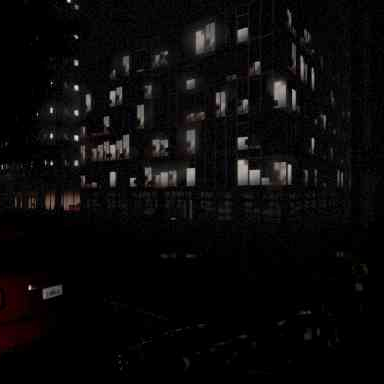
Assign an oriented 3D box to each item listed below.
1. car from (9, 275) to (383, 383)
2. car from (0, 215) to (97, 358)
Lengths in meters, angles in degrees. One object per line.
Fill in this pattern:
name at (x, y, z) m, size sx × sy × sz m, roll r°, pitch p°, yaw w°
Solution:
car at (0.832, 1.566, 2.284) m, size 4.313 × 1.339 × 1.947 m, roll 0°, pitch 0°, yaw 36°
car at (-3.663, 1.315, 5.493) m, size 5.009 × 1.841 × 2.192 m, roll 0°, pitch 0°, yaw 36°
